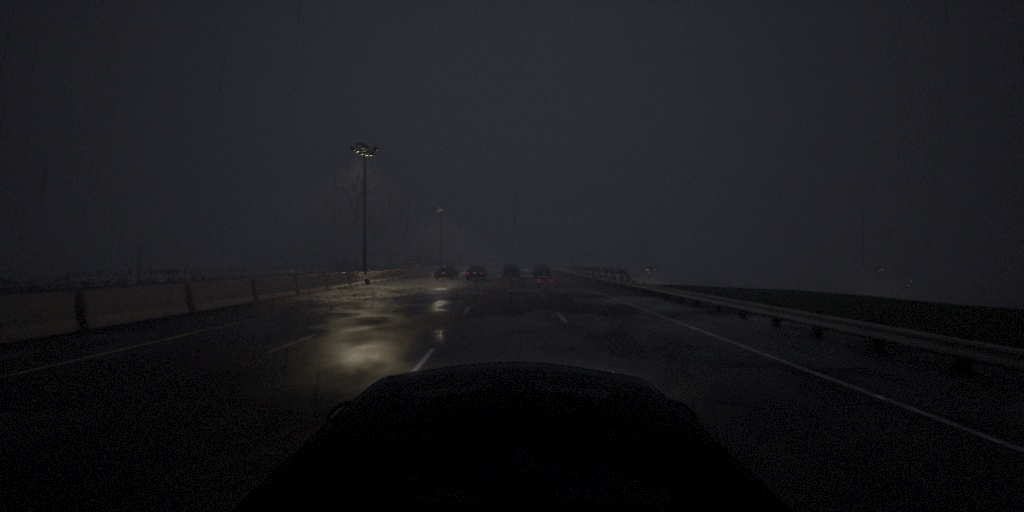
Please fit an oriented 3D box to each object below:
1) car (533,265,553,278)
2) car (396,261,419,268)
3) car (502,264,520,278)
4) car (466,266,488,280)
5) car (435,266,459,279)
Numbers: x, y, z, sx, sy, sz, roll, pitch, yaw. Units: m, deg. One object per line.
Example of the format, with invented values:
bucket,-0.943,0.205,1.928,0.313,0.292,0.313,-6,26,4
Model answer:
car,3.417,1.708,40.584,1.812,1.442,4.674,0,-1,0
car,-17.772,1.939,62.327,2.150,2.045,5.566,0,-1,0
car,-0.082,1.676,40.869,1.882,1.535,5.008,0,-1,0
car,-3.585,1.706,36.926,2.033,1.411,5.357,0,-1,0
car,-7.083,1.763,39.160,1.994,1.385,4.181,0,-1,0
